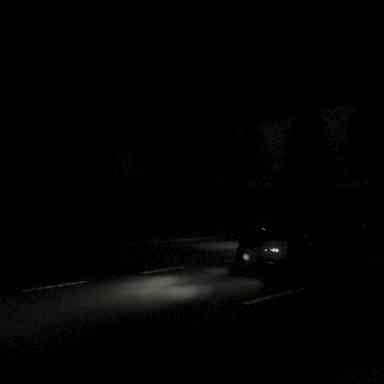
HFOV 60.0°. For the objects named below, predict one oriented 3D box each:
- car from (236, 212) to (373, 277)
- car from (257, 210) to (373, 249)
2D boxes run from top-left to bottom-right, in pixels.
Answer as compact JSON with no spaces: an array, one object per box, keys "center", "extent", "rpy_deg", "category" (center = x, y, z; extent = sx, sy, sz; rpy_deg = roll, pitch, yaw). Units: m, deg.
[{"center":[3.617,1.555,10.449],"extent":[4.902,1.511,2.128],"rpy_deg":[0,0,-30],"category":"car"},{"center":[5.874,1.646,15.789],"extent":[5.357,1.411,2.033],"rpy_deg":[0,0,-27],"category":"car"}]
